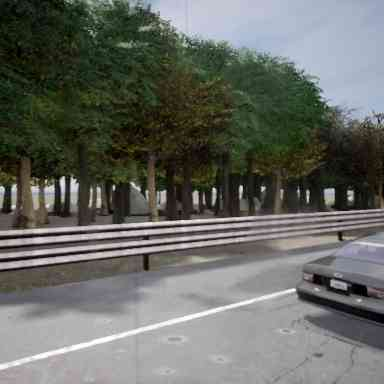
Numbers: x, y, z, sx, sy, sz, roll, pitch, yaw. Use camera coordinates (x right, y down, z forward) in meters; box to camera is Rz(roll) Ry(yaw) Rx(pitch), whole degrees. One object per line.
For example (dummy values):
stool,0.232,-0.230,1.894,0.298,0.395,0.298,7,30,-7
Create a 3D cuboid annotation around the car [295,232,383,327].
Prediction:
car,4.440,1.566,6.895,5.357,1.411,2.033,0,0,-36
